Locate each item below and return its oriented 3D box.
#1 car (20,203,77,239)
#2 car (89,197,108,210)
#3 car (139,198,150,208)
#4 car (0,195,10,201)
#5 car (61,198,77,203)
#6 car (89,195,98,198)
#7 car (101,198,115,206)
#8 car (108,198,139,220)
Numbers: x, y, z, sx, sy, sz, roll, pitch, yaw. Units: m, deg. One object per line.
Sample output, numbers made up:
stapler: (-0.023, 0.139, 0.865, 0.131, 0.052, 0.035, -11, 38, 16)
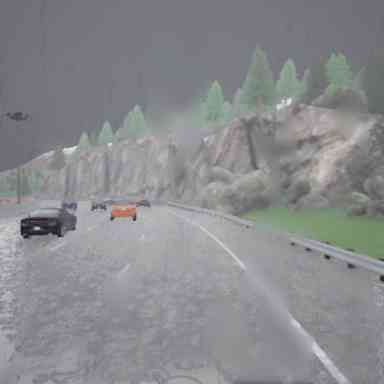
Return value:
car: (-7.765, 1.611, 18.444, 1.882, 1.535, 5.008, 0, 0, -7)
car: (-13.433, 1.835, 47.694, 1.895, 1.301, 4.718, -1, 0, -19)
car: (-7.803, 1.645, 51.170, 1.837, 1.490, 4.892, -1, -1, -19)
car: (-46.520, 1.634, 82.332, 2.150, 2.045, 5.566, -1, 0, -35)
car: (-17.602, 1.656, 47.674, 2.097, 1.767, 4.553, -1, 0, -18)
car: (-26.623, 1.553, 90.397, 1.801, 1.575, 5.366, -1, 0, -34)
car: (-15.892, 1.804, 63.045, 1.812, 1.442, 4.674, -1, 0, -23)
car: (-5.979, 1.457, 29.273, 2.097, 1.767, 4.553, -1, 0, -10)
